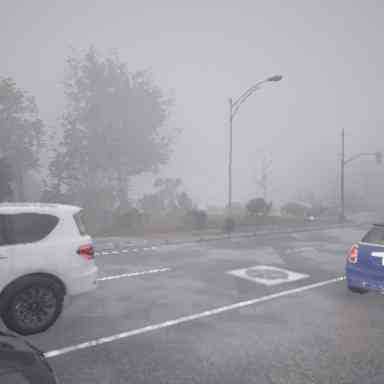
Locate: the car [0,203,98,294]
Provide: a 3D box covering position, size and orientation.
[{"bbox_3d":[-4.329,1.218,5.209,5.566,2.045,2.150,0,0,-35],"label":"car"}]

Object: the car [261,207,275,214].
[{"bbox_3d":[9.217,2.285,45.863,2.033,1.411,5.357,0,-3,-32],"label":"car"}]

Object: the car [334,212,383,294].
[{"bbox_3d":[5.599,1.405,7.676,4.553,1.767,2.097,1,0,-35],"label":"car"}]

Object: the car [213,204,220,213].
[{"bbox_3d":[3.684,2.760,54.704,2.128,1.511,4.902,0,-3,-32],"label":"car"}]

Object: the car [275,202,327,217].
[{"bbox_3d":[11.552,1.863,35.603,1.837,1.490,4.892,0,-2,-29],"label":"car"}]

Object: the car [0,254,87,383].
[{"bbox_3d":[-3.169,1.483,1.485,4.902,1.511,2.128,0,0,-36],"label":"car"}]

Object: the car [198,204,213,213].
[{"bbox_3d":[0.885,2.752,52.582,1.812,1.442,4.674,0,-3,-32],"label":"car"}]

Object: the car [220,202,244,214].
[{"bbox_3d":[6.230,2.066,44.044,2.097,1.767,4.553,0,-3,-32],"label":"car"}]

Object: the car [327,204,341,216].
[{"bbox_3d":[14.449,1.877,37.504,2.128,1.511,4.902,1,-2,-33],"label":"car"}]
